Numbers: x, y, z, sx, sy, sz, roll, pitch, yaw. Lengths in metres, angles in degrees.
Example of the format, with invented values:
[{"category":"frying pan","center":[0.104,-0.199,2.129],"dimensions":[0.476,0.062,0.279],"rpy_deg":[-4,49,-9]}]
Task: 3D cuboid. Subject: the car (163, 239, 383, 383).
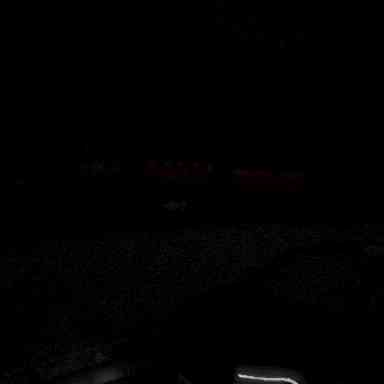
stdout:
[{"category":"car","center":[1.976,1.475,4.481],"dimensions":[5.008,1.535,1.882],"rpy_deg":[0,0,-36]}]
